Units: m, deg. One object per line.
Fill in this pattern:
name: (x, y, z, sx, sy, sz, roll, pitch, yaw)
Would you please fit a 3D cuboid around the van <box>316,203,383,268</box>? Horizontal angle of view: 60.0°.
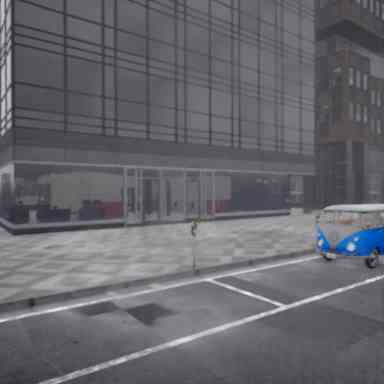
van: (5.674, 1.279, 10.693, 3.998, 1.788, 1.690, 0, 0, -35)
